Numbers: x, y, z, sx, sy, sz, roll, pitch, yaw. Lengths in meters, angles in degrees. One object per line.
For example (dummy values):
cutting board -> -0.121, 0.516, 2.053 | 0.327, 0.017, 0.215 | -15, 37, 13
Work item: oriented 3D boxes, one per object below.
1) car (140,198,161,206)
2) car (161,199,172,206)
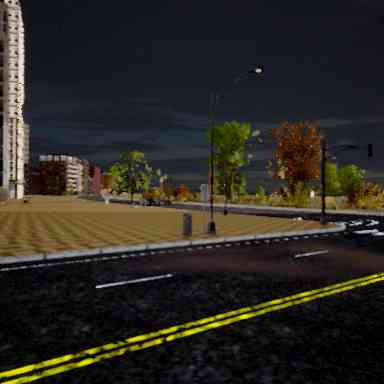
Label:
car -> -8.179, 1.903, 62.263 | 1.837, 1.490, 4.892 | 0, -1, -29
car -> -5.349, 1.975, 63.862 | 1.994, 1.385, 4.181 | 0, 0, -29
